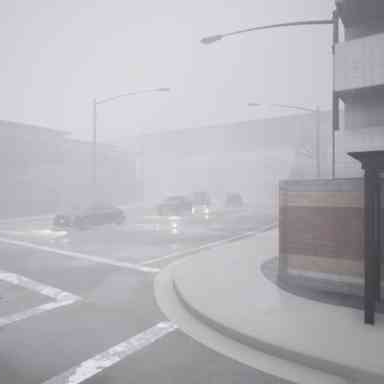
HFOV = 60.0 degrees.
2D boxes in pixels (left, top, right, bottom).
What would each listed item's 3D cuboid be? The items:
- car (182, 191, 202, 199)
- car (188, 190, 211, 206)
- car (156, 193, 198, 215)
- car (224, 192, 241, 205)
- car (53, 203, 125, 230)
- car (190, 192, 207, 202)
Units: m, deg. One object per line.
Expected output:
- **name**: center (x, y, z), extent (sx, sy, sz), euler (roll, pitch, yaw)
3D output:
- **car**: center (0.016, 0.647, 64.048), extent (1.837, 1.490, 4.892), euler (0, -2, -26)
- **car**: center (0.981, 0.649, 37.828), extent (2.097, 1.767, 4.553), euler (0, 1, 6)
- **car**: center (-1.335, 1.063, 28.160), extent (1.812, 1.442, 4.674), euler (0, 1, 20)
- **car**: center (4.971, 0.727, 40.686), extent (2.128, 1.511, 4.902), euler (0, 1, 4)
- **car**: center (-5.864, 1.325, 19.368), extent (1.994, 1.385, 4.181), euler (0, 1, 32)
- **car**: center (0.903, 0.723, 49.994), extent (1.895, 1.301, 4.718), euler (0, 0, -9)
